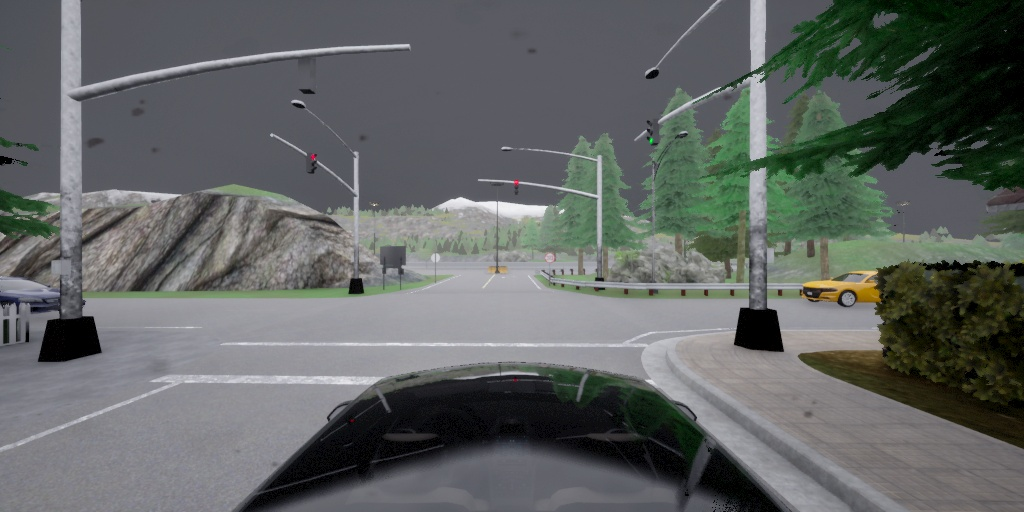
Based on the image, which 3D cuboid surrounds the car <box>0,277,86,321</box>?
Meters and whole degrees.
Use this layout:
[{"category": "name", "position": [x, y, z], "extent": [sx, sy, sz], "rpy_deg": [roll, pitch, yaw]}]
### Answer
[{"category": "car", "position": [-18.124, 1.467, 12.676], "extent": [4.674, 1.442, 1.812], "rpy_deg": [0, 0, 0]}]

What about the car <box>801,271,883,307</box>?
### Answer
[{"category": "car", "position": [15.954, 1.419, 16.193], "extent": [5.008, 1.535, 1.882], "rpy_deg": [0, 0, 0]}]
